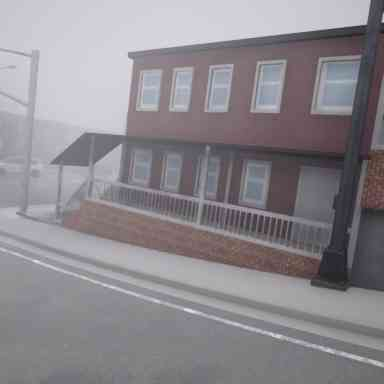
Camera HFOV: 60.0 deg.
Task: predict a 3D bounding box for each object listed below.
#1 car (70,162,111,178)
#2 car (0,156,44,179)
[{"bbox_3d":[-13.264,-2.996,44.146,2.150,2.045,5.566,11,6,35],"label":"car"},{"bbox_3d":[-17.355,-2.466,32.535,2.150,2.045,5.566,11,6,35],"label":"car"}]
